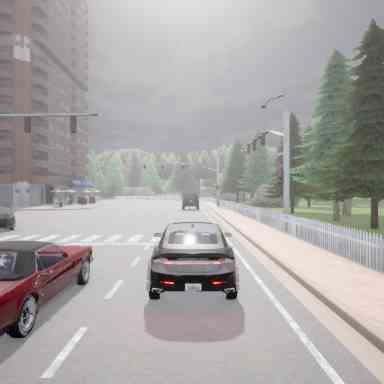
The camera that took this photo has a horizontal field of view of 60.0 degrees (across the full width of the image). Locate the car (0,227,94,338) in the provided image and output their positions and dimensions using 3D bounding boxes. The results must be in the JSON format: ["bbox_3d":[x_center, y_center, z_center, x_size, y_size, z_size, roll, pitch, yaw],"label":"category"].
[{"bbox_3d":[-3.451,1.601,6.529,1.895,1.301,4.718,0,0,0],"label":"car"}]

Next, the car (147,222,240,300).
[{"bbox_3d":[0.022,1.492,8.378,2.128,1.511,4.902,0,0,0],"label":"car"}]

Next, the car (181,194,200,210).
[{"bbox_3d":[-0.187,1.221,43.799,2.150,2.045,5.566,0,0,-1],"label":"car"}]

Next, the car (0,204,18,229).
[{"bbox_3d":[-11.876,1.501,20.321,1.882,1.535,5.008,1,-1,-30],"label":"car"}]
